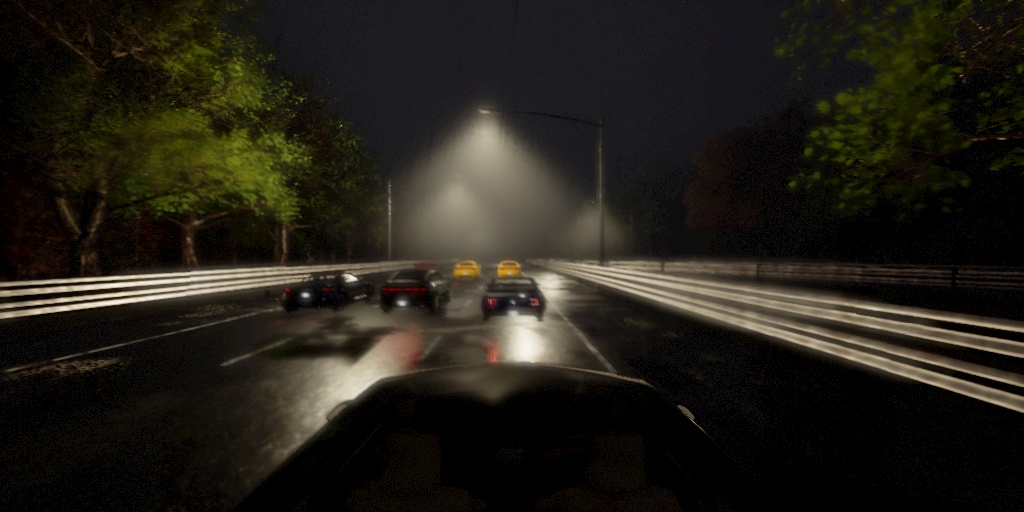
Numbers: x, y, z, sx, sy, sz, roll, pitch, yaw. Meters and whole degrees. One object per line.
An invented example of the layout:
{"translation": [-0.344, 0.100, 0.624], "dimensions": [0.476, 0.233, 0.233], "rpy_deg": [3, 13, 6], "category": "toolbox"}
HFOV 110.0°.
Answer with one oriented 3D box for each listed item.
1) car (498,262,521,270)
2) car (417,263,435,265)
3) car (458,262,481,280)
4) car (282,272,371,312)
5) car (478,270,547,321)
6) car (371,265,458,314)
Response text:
{"translation": [-0.202, 1.223, 30.673], "dimensions": [1.882, 1.535, 5.008], "rpy_deg": [0, 0, -1], "category": "car"}
{"translation": [-7.194, 1.273, 30.136], "dimensions": [1.812, 1.442, 4.674], "rpy_deg": [0, 0, -1], "category": "car"}
{"translation": [-3.705, 1.224, 30.747], "dimensions": [1.882, 1.535, 5.008], "rpy_deg": [0, 0, -1], "category": "car"}
{"translation": [-6.972, 1.309, 14.114], "dimensions": [1.994, 1.385, 4.181], "rpy_deg": [0, 0, 0], "category": "car"}
{"translation": [0.047, 1.344, 12.381], "dimensions": [1.895, 1.301, 4.718], "rpy_deg": [0, 0, 0], "category": "car"}
{"translation": [-3.467, 1.249, 13.727], "dimensions": [1.837, 1.490, 4.892], "rpy_deg": [0, 0, 0], "category": "car"}
